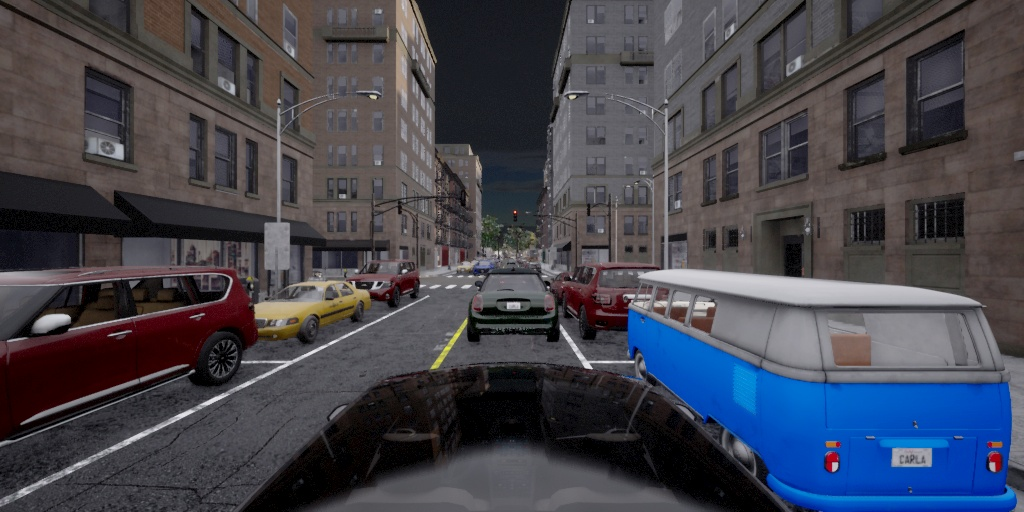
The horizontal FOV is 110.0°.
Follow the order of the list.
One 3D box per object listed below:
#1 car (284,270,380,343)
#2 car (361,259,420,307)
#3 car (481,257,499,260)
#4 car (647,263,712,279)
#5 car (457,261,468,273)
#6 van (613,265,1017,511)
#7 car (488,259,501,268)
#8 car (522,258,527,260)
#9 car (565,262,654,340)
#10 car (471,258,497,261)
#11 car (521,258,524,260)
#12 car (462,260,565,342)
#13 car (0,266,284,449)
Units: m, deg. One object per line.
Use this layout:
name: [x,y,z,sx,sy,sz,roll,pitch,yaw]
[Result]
car: [-5.414,1.275,9.708,1.751,1.417,4.829,0,0,0]
car: [-5.427,1.064,15.557,2.192,1.841,5.009,0,0,0]
car: [-2.937,1.242,50.281,2.128,1.511,4.902,0,0,0]
car: [14.305,1.278,30.752,4.718,1.301,1.895,0,0,-3]
car: [-5.493,1.274,42.394,1.751,1.417,4.829,0,0,0]
van: [2.634,1.091,4.214,1.690,1.789,3.998,0,0,0]
car: [-2.941,1.314,61.883,1.994,1.385,4.181,0,0,0]
car: [2.560,1.299,42.580,2.007,1.370,4.403,0,0,0]
car: [2.623,1.065,9.892,2.192,1.841,5.009,0,0,0]
car: [-2.917,1.227,37.674,1.882,1.535,5.008,0,0,0]
car: [2.549,1.294,48.061,1.888,1.381,4.507,0,0,0]
car: [0.018,1.102,9.928,2.097,1.767,4.553,0,0,0]
car: [-5.403,1.065,4.200,2.192,1.841,5.009,0,0,0]
